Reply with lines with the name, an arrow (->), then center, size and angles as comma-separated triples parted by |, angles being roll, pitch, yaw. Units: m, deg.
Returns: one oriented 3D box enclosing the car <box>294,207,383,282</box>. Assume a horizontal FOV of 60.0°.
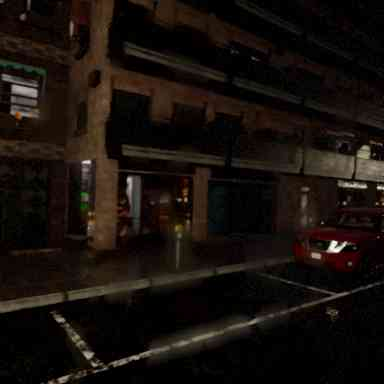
car -> 5.391, 1.424, 10.394 | 5.009, 1.841, 2.192 | 1, 1, -36
